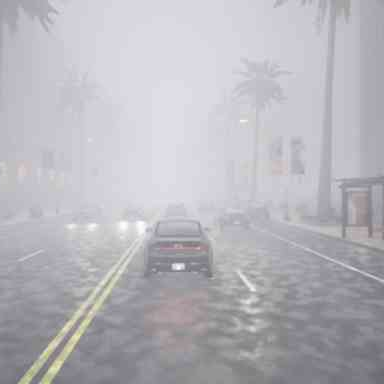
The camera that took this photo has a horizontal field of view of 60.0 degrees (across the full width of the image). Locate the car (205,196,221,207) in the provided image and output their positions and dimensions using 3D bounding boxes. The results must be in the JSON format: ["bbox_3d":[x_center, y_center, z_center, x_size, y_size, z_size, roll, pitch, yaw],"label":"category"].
[{"bbox_3d":[3.598,1.592,57.307,2.185,1.767,4.553,0,0,-3],"label":"car"}]

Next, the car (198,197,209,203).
[{"bbox_3d":[2.719,1.841,79.220,2.161,1.482,4.786,0,0,-3],"label":"car"}]

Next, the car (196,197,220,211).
[{"bbox_3d":[1.596,1.653,38.860,2.128,1.511,4.902,0,0,-3],"label":"car"}]

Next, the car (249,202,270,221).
[{"bbox_3d":[5.177,1.599,27.975,2.231,1.521,4.892,0,0,-3],"label":"car"}]

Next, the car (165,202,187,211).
[{"bbox_3d":[-1.449,1.616,30.347,2.128,1.511,4.902,0,0,-3],"label":"car"}]

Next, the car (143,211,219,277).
[{"bbox_3d":[-0.422,1.548,10.381,1.837,1.490,4.892,0,0,-2],"label":"car"}]

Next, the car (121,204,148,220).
[{"bbox_3d":[-5.103,1.722,29.884,1.895,1.301,4.718,0,0,-3],"label":"car"}]

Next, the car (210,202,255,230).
[{"bbox_3d":[2.521,1.617,21.726,1.812,1.442,4.674,0,0,-3],"label":"car"}]

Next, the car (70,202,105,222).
[{"bbox_3d":[-8.479,1.614,27.345,1.837,1.490,4.892,0,0,-3],"label":"car"}]
